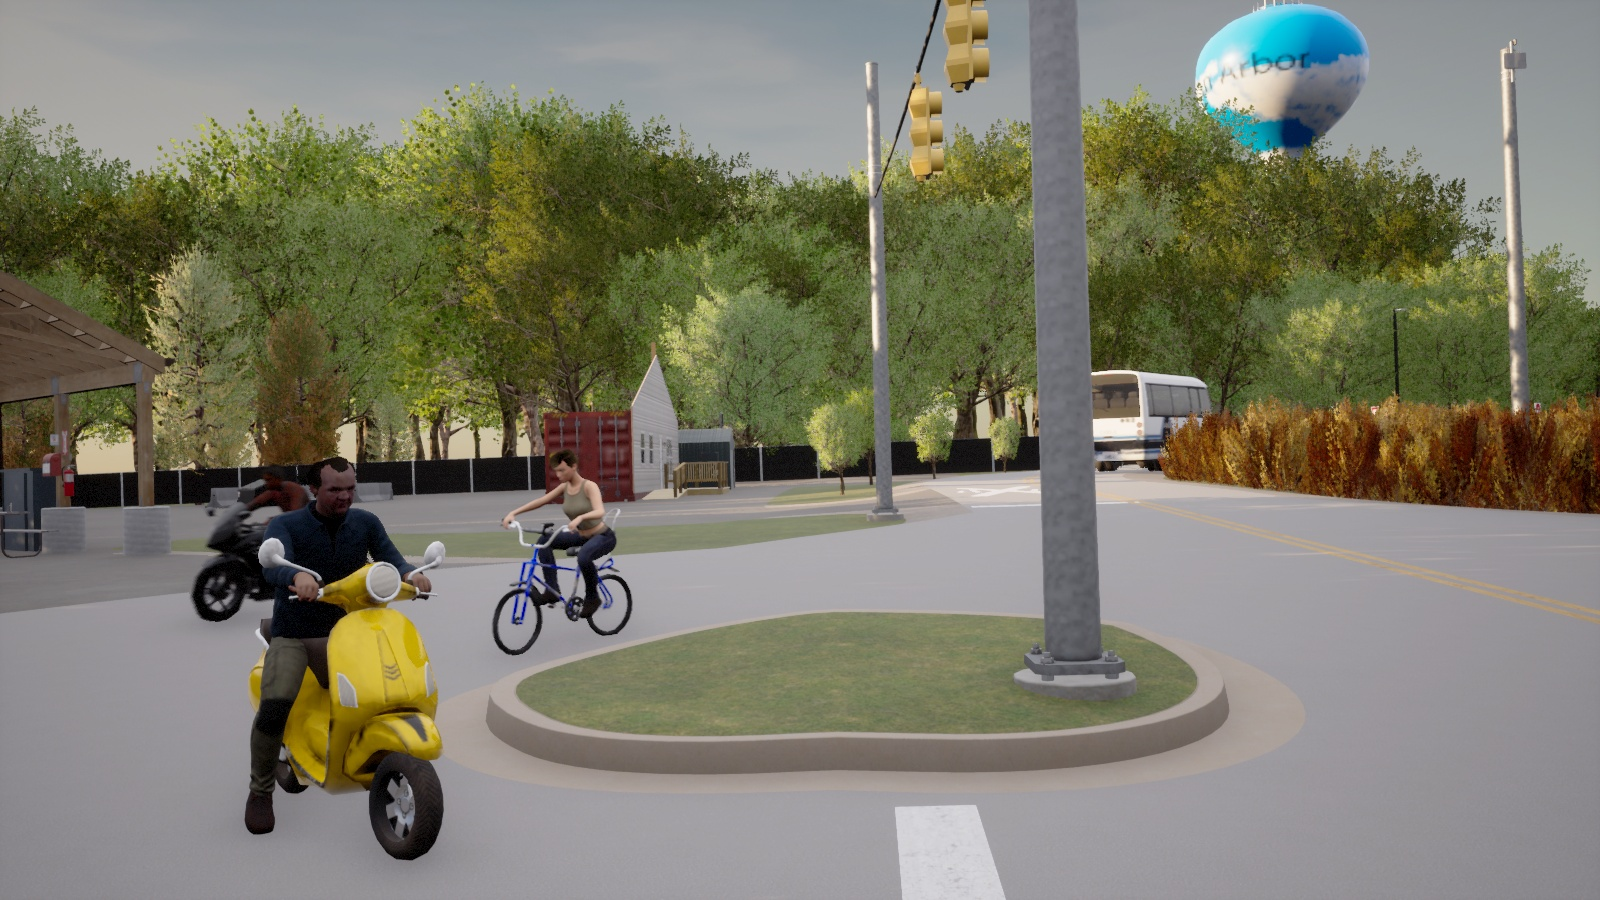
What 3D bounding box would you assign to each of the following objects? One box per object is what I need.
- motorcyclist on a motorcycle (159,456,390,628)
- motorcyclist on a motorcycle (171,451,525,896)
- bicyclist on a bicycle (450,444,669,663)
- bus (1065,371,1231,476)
[{"bbox_3d":[-5.272,0.858,12.736,0.797,1.523,2.044,2,3,35],"label":"motorcyclist on a motorcycle"},{"bbox_3d":[-2.030,0.808,5.478,0.866,1.590,1.817,0,0,-40],"label":"motorcyclist on a motorcycle"},{"bbox_3d":[-1.959,0.788,10.366,0.866,1.612,1.509,-1,1,40],"label":"bicyclist on a bicycle"},{"bbox_3d":[15.830,-1.123,56.417,3.944,4.253,10.273,-2,0,34],"label":"bus"}]
